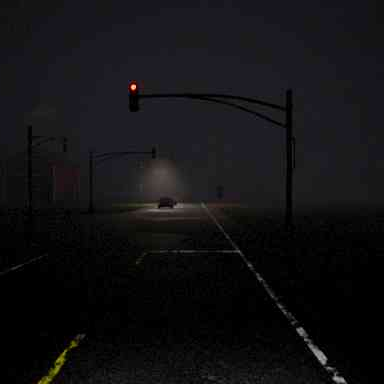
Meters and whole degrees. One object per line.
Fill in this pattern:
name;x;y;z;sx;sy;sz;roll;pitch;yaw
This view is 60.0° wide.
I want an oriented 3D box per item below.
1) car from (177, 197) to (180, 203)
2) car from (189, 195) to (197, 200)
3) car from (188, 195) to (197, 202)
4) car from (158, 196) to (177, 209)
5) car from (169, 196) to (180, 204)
car;-3.480;1.477;55.018;1.812;1.442;4.674;0;0;1
car;0.157;1.440;86.623;1.994;1.385;4.181;0;0;0
car;0.139;1.388;76.936;1.882;1.535;5.008;0;0;0
car;-3.508;1.443;45.156;1.882;1.535;5.008;0;0;0
car;-3.425;1.535;64.947;1.895;1.301;4.718;0;0;1
